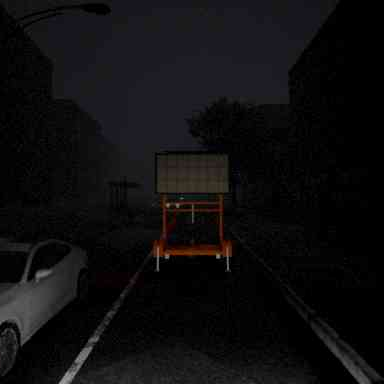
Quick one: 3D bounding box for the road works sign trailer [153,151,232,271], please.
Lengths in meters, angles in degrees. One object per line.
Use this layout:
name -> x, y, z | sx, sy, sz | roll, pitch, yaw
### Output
road works sign trailer -> 0.024, 0.470, 10.858 | 2.380, 3.560, 2.880 | 0, 0, 0

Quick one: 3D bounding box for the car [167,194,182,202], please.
car -> -3.203, 1.140, 56.537 | 1.882, 1.535, 5.008 | 0, 1, 0

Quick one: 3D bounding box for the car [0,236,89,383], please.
car -> -3.106, 1.529, 5.495 | 1.812, 1.442, 4.674 | 0, 0, 0
